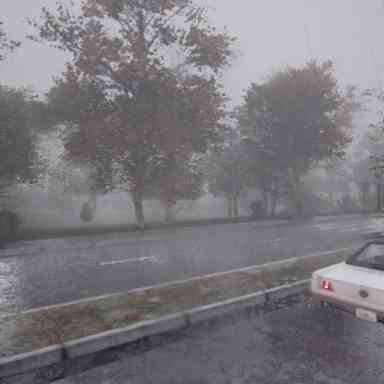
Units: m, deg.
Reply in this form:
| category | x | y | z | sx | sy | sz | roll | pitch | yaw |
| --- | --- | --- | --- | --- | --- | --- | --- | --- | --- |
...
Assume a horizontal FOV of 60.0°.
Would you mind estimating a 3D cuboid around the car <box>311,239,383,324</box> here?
| category | x | y | z | sx | sy | sz | roll | pitch | yaw |
| --- | --- | --- | --- | --- | --- | --- | --- | --- | --- |
| car | 4.429 | 1.544 | 6.284 | 4.718 | 1.301 | 1.895 | -1 | 0 | -35 |
